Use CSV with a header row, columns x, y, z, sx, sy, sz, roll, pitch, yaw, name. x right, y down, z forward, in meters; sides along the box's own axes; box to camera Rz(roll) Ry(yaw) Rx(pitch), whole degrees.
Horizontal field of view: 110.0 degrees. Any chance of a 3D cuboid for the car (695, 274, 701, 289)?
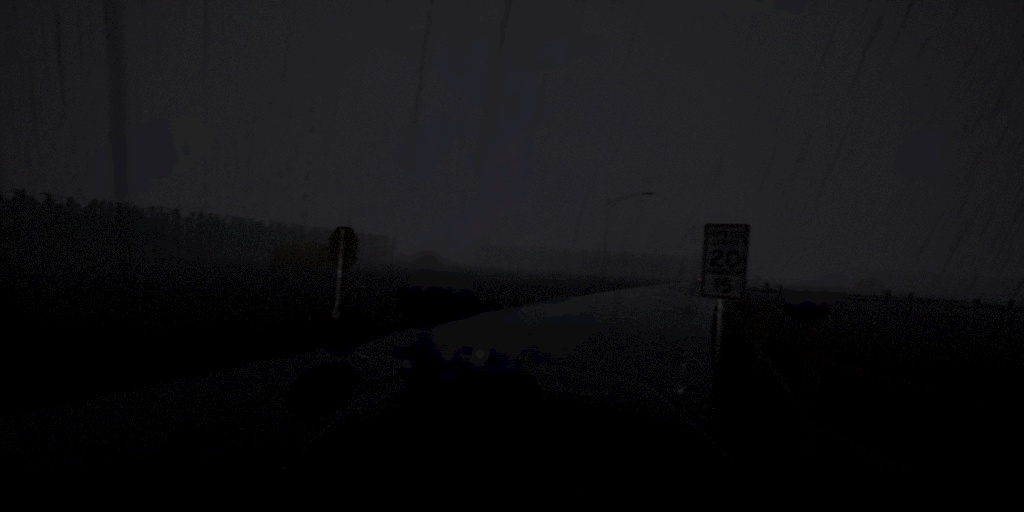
x,y,z,sx,sy,sz,roll,pitch,yaw,name
19.380,2.519,35.407,2.128,1.511,4.902,4,0,36,car
